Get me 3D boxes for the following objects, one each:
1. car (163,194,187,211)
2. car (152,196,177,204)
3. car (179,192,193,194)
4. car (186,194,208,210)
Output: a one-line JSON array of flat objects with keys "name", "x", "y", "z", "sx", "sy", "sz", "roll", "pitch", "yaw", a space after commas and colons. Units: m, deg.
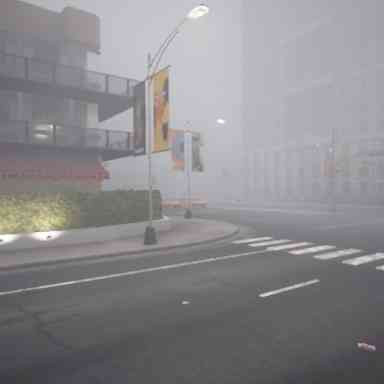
[{"name": "car", "x": -2.993, "y": 1.326, "z": 37.814, "sx": 1.882, "sy": 1.535, "sz": 5.008, "roll": -1, "pitch": 1, "yaw": -35}, {"name": "car", "x": -4.979, "y": 1.361, "z": 60.054, "sx": 4.718, "sy": 1.301, "sz": 1.895, "roll": 0, "pitch": 0, "yaw": 42}, {"name": "car", "x": -1.364, "y": 0.946, "z": 62.853, "sx": 2.150, "sy": 2.045, "sz": 5.566, "roll": 0, "pitch": 0, "yaw": -20}, {"name": "car", "x": -0.131, "y": 1.298, "z": 39.828, "sx": 1.882, "sy": 1.535, "sz": 5.008, "roll": -1, "pitch": 1, "yaw": -35}]
